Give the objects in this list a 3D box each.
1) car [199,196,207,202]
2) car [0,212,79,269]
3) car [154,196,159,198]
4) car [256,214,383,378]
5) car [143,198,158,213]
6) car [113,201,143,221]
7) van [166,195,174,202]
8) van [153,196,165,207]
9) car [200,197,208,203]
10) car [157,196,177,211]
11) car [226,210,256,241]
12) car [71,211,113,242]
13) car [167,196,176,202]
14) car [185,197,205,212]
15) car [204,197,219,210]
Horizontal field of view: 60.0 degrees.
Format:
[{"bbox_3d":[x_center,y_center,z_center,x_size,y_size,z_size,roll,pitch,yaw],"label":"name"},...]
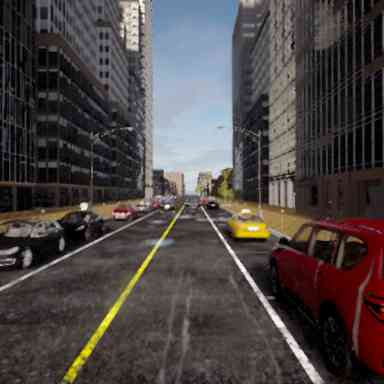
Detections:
[{"bbox_3d":[2.788,1.816,85.355,1.752,1.417,4.829,0,0,0],"label":"car"},{"bbox_3d":[-5.674,1.597,11.210,2.008,1.369,4.403,0,0,0],"label":"car"},{"bbox_3d":[-5.631,1.731,51.056,1.887,1.381,4.507,0,0,0],"label":"car"},{"bbox_3d":[2.701,1.338,5.498,2.192,1.841,5.009,0,0,0],"label":"car"},{"bbox_3d":[-5.643,1.699,39.671,2.008,1.369,4.403,0,0,0],"label":"car"},{"bbox_3d":[-5.655,1.690,28.285,1.802,1.307,4.206,0,0,0],"label":"car"},{"bbox_3d":[-5.592,1.632,85.210,1.690,1.788,3.998,0,0,0],"label":"van"},{"bbox_3d":[-5.623,1.546,56.749,1.690,1.788,3.998,0,0,0],"label":"van"},{"bbox_3d":[2.781,1.855,79.493,1.802,1.307,4.206,0,0,0],"label":"car"},{"bbox_3d":[-3.014,1.653,43.225,2.128,1.511,4.902,0,0,1],"label":"car"},{"bbox_3d":[2.713,1.592,17.050,1.752,1.417,4.829,0,0,0],"label":"car"},{"bbox_3d":[-5.669,1.633,16.903,1.947,1.339,4.313,0,0,0],"label":"car"},{"bbox_3d":[-5.587,1.873,90.901,1.947,1.339,4.313,0,0,0],"label":"car"},{"bbox_3d":[0.146,1.644,41.382,2.128,1.511,4.902,0,0,0],"label":"car"},{"bbox_3d":[2.744,1.732,45.342,1.947,1.339,4.313,0,0,0],"label":"car"}]
